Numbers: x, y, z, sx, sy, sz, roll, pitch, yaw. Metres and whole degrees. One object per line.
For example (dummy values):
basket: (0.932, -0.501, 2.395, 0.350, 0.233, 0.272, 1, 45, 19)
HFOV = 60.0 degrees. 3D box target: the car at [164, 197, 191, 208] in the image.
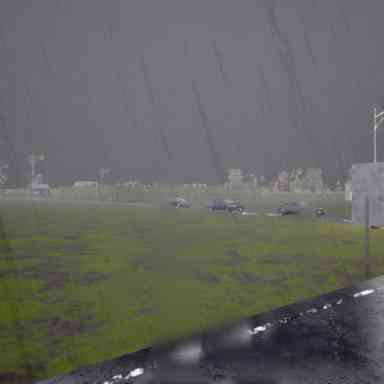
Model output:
car: (-2.104, 1.481, 46.863, 1.837, 1.490, 4.892, 0, 0, -37)

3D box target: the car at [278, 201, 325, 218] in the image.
car: (9.757, 1.547, 29.895, 1.994, 1.385, 4.181, 0, 0, -33)

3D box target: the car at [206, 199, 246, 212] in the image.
car: (3.828, 1.526, 38.748, 2.033, 1.411, 5.357, 0, 0, -35)
